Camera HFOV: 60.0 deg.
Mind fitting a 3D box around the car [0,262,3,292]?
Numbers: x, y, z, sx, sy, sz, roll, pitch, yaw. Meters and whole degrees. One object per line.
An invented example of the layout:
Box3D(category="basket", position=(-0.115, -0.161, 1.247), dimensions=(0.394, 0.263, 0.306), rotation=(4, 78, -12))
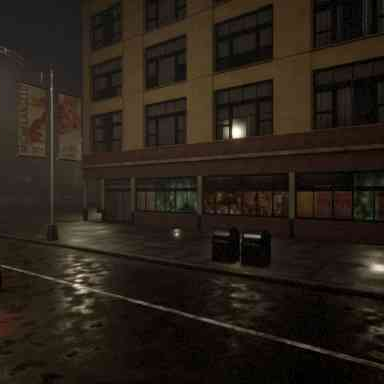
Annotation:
Box3D(category="car", position=(-5.832, 1.564, 7.719), dimensions=(1.994, 1.385, 4.181), rotation=(0, 0, -40))
